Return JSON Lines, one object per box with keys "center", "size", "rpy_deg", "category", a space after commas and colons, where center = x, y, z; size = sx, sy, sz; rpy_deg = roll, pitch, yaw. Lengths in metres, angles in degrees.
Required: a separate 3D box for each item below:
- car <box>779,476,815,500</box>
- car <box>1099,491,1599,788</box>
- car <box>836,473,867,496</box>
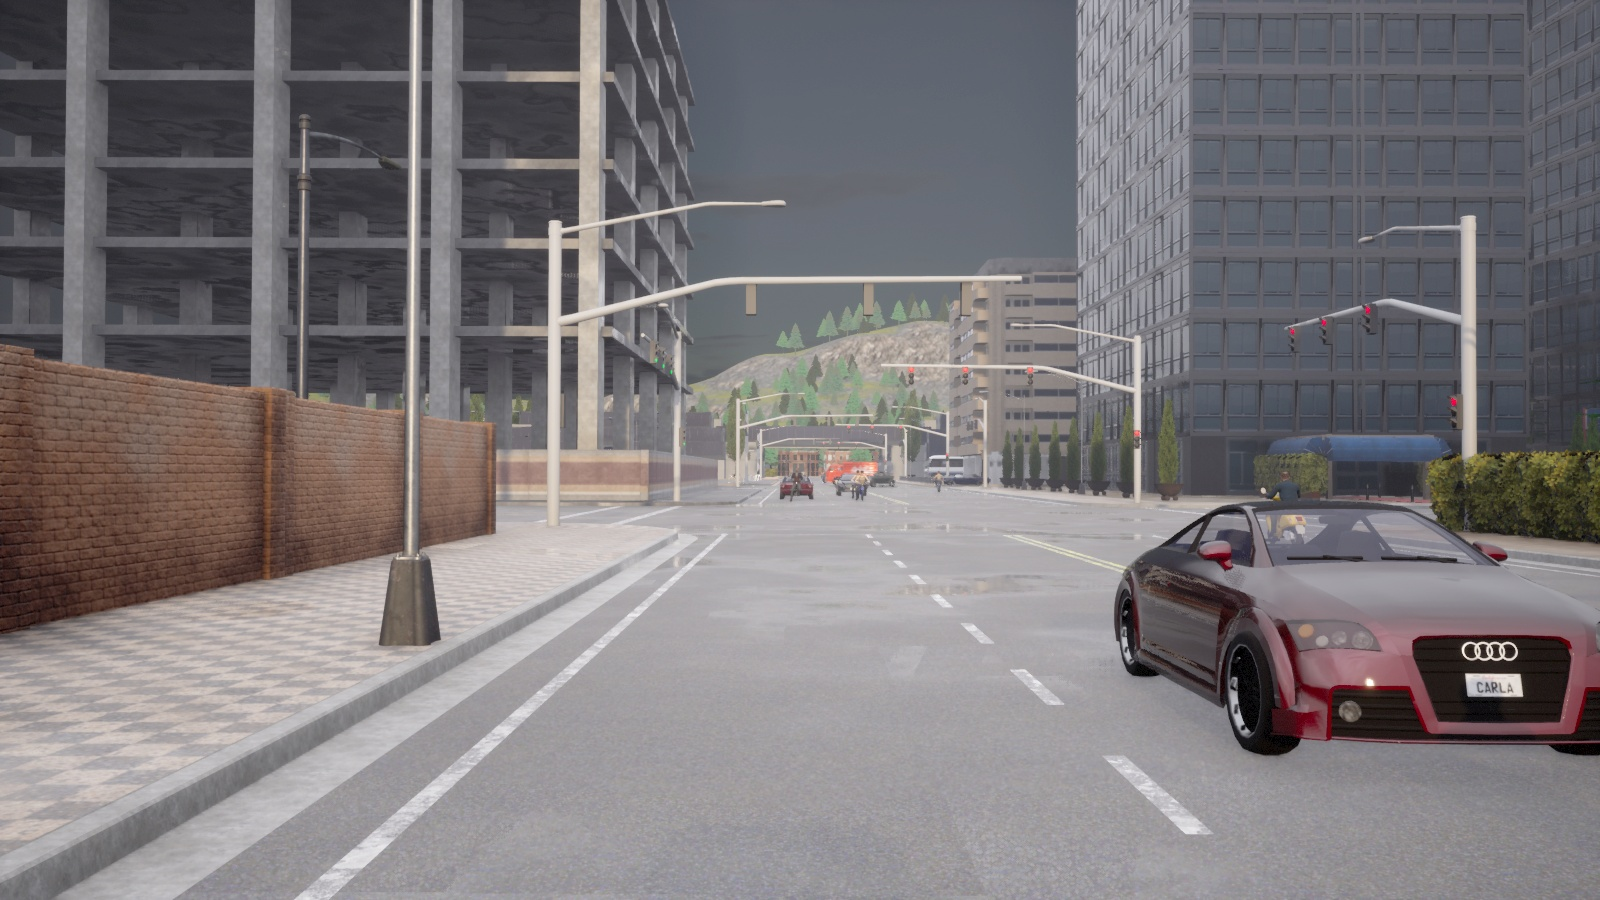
{"center": [-0.164, 2.091, 70.154], "size": [1.895, 1.301, 4.718], "rpy_deg": [0, -1, 0], "category": "car"}
{"center": [3.480, 1.004, 8.286], "size": [1.994, 1.385, 4.181], "rpy_deg": [0, -1, 0], "category": "car"}
{"center": [3.309, 2.183, 80.926], "size": [1.812, 1.442, 4.674], "rpy_deg": [0, -1, 0], "category": "car"}
